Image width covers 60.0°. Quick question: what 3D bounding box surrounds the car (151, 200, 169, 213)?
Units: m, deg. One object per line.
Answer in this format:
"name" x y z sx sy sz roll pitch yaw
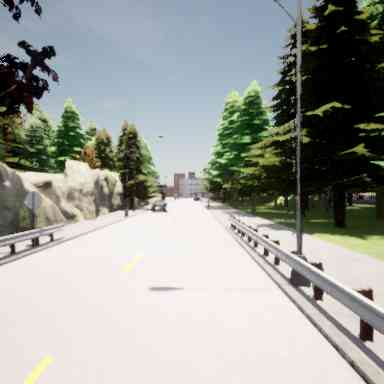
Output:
"car" -3.963 1.761 41.089 2.128 1.511 4.902 0 0 1
